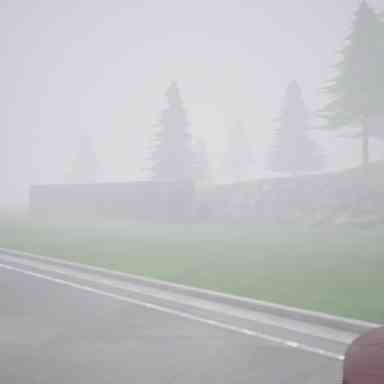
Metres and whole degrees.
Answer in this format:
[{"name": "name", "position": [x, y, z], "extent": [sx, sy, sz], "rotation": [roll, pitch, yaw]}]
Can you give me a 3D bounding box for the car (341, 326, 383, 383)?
[{"name": "car", "position": [3.459, 1.464, 1.658], "extent": [5.008, 1.535, 1.882], "rotation": [-1, 0, 34]}]
